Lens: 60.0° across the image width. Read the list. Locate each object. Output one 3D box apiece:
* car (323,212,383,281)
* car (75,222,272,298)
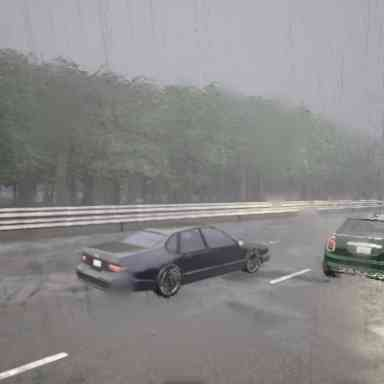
[{"bbox_3d":[5.508,1.384,9.215,4.553,1.767,2.097,1,0,-44],"label":"car"},{"bbox_3d":[-0.124,1.503,8.466,5.357,1.411,2.033,1,0,-45],"label":"car"}]
